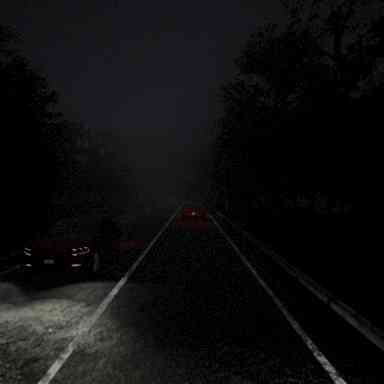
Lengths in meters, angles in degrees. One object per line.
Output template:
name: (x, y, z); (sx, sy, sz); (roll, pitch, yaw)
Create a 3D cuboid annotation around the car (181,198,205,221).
car: (0.106, 1.503, 27.936); (1.882, 1.535, 5.008); (0, 0, 0)

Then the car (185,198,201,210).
car: (0.106, 1.561, 44.123); (2.033, 1.411, 5.357); (0, 0, 0)

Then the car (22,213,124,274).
car: (-3.550, 1.487, 10.795); (1.882, 1.535, 5.008); (0, 0, 1)
